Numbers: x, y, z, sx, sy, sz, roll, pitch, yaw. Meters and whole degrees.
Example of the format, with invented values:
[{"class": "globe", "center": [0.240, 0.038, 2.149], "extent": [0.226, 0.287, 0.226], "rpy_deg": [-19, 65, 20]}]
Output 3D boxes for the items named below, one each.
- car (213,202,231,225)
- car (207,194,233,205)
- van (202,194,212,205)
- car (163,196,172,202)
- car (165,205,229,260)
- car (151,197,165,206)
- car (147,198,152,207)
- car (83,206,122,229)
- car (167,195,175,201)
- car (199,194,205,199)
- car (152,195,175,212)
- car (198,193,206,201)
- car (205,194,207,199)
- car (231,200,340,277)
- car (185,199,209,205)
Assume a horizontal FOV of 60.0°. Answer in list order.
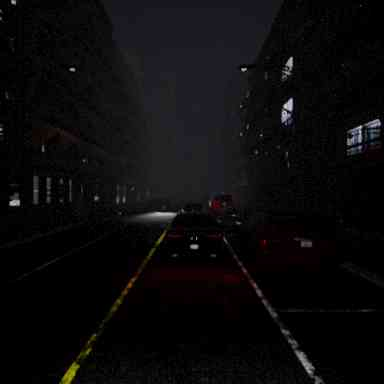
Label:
[{"class": "car", "center": [2.696, 1.547, 21.579], "extent": [2.008, 1.369, 4.403], "rpy_deg": [0, 0, 0]}, {"class": "car", "center": [3.111, 1.224, 34.845], "extent": [2.150, 2.045, 5.566], "rpy_deg": [0, 0, 0]}, {"class": "van", "center": [2.701, 1.340, 61.356], "extent": [1.690, 1.788, 3.998], "rpy_deg": [0, 0, 0]}, {"class": "car", "center": [-5.678, 1.549, 78.401], "extent": [1.887, 1.381, 4.507], "rpy_deg": [0, 0, 0]}, {"class": "car", "center": [0.084, 1.475, 12.377], "extent": [1.882, 1.535, 5.008], "rpy_deg": [0, 0, 0]}, {"class": "car", "center": [-5.681, 1.579, 55.672], "extent": [1.802, 1.307, 4.206], "rpy_deg": [0, 0, 0]}, {"class": "car", "center": [-5.681, 1.541, 49.989], "extent": [1.887, 1.381, 4.507], "rpy_deg": [0, 0, 0]}, {"class": "car", "center": [-5.685, 1.578, 21.577], "extent": [1.802, 1.307, 4.206], "rpy_deg": [0, 0, 0]}, {"class": "car", "center": [-5.678, 1.559, 89.766], "extent": [2.008, 1.369, 4.403], "rpy_deg": [0, 0, 0]}, {"class": "car", "center": [2.700, 1.312, 55.673], "extent": [2.192, 1.841, 5.009], "rpy_deg": [0, 0, 0]}, {"class": "car", "center": [-3.090, 1.488, 39.167], "extent": [2.128, 1.511, 4.902], "rpy_deg": [0, 0, 0]}, {"class": "car", "center": [2.703, 1.323, 89.767], "extent": [2.192, 1.841, 5.009], "rpy_deg": [0, 0, 0]}, {"class": "car", "center": [3.112, 1.224, 41.845], "extent": [2.150, 2.045, 5.566], "rpy_deg": [0, 0, 0]}, {"class": "car", "center": [2.695, 1.313, 10.214], "extent": [2.192, 1.841, 5.009], "rpy_deg": [0, 0, 0]}, {"class": "car", "center": [0.086, 1.544, 27.138], "extent": [2.033, 1.411, 5.357], "rpy_deg": [0, 0, 0]}]
